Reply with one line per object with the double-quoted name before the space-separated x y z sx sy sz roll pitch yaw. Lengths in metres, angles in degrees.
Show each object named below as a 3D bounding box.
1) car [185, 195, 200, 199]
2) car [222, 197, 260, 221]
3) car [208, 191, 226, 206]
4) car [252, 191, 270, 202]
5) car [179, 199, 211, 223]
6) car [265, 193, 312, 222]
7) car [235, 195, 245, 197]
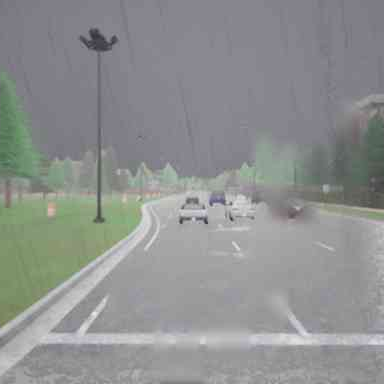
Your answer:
"car" 0.069 1.120 47.678 1.882 1.535 5.008 0 1 0
"car" 3.588 1.337 25.138 1.812 1.442 4.674 0 0 0
"car" 3.567 0.871 47.054 2.150 2.045 5.566 0 1 0
"car" 10.503 0.845 50.251 2.150 2.045 5.566 0 0 0
"car" 0.100 1.425 23.420 1.895 1.301 4.718 0 0 0
"car" 7.102 1.169 24.395 2.097 1.767 4.553 0 0 0
"car" 7.073 1.160 48.716 1.812 1.442 4.674 0 1 0
